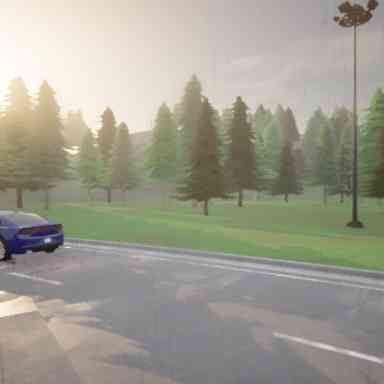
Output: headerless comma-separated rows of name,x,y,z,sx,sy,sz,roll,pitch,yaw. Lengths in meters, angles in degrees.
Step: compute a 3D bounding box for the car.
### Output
car,-6.827,1.412,11.966,5.008,1.535,1.882,0,0,29
